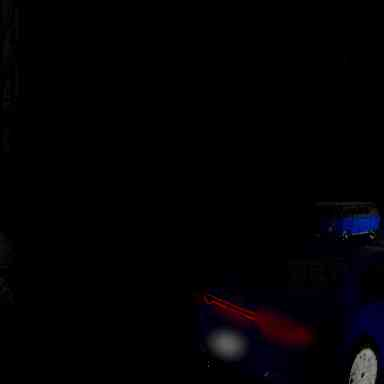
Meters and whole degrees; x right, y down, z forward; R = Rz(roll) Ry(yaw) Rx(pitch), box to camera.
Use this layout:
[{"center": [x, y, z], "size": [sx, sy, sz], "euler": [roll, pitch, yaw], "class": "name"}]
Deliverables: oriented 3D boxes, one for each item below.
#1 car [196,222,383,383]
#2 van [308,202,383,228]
[{"center": [2.389, 1.478, 5.017], "size": [5.008, 1.535, 1.882], "euler": [0, 0, -35], "class": "car"}, {"center": [7.074, 1.342, 15.444], "size": [3.998, 1.788, 1.690], "euler": [0, 0, -36], "class": "van"}]
